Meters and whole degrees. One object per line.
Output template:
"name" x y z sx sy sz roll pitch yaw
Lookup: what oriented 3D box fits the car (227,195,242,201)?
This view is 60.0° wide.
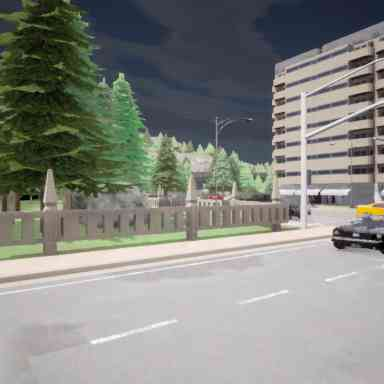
"car" 9.238 1.497 67.905 2.033 1.411 5.357 0 0 20

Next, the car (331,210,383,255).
"car" 7.454 1.603 13.377 4.718 1.301 1.895 0 0 -43

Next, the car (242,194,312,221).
"car" 7.002 1.170 27.283 2.150 2.045 5.566 0 0 -33

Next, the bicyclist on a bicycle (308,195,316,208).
"bicyclist on a bicycle" 15.305 1.249 42.448 1.656 1.620 0.582 0 0 -29

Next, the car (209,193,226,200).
"car" 4.800 1.170 65.224 2.150 2.045 5.566 0 0 14

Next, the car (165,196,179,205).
"car" -3.385 1.425 58.257 1.882 1.535 5.008 0 0 4

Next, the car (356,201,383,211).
"car" 14.448 1.442 23.763 1.882 1.535 5.008 0 1 -44

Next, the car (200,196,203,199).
"car" 0.344 1.170 51.129 2.150 2.045 5.566 0 0 -6

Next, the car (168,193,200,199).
"car" -1.211 1.170 42.466 2.150 2.045 5.566 0 0 -18

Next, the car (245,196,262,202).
"car" 14.302 1.546 77.283 1.895 1.301 4.718 0 0 40
